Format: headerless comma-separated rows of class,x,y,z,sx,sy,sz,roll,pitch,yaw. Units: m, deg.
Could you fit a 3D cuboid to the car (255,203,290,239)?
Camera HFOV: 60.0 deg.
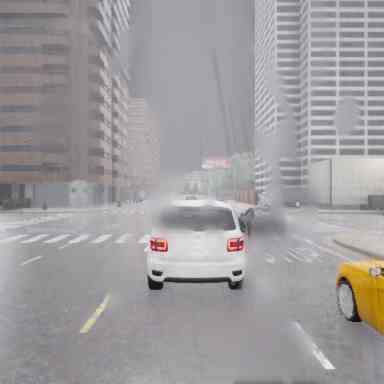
car,3.545,1.518,17.231,1.812,1.442,4.674,0,0,0

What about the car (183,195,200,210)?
car,-0.081,1.352,43.253,2.097,1.767,4.553,0,0,0

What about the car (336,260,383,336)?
car,3.607,1.478,4.179,1.882,1.535,5.008,0,0,0

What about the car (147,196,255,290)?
car,0.072,1.221,9.226,2.150,2.045,5.566,0,0,-1
